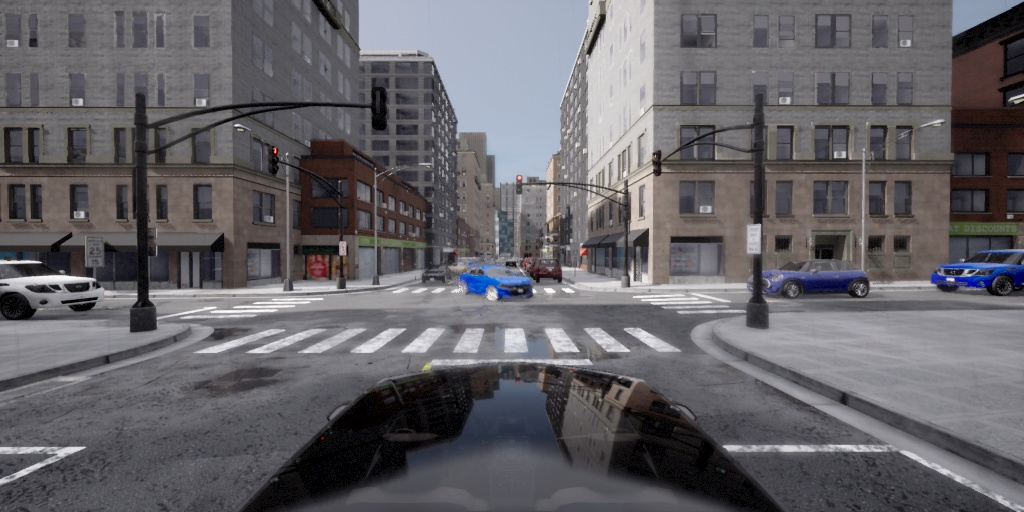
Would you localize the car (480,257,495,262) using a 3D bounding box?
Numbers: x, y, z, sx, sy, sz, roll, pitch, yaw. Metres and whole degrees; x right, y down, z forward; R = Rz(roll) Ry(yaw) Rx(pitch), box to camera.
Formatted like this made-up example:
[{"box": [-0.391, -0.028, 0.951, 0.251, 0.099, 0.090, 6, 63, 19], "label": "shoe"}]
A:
[{"box": [-3.314, 1.256, 52.166, 1.837, 1.490, 4.892, 0, 0, 0], "label": "car"}]

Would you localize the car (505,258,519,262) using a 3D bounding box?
[{"box": [-0.181, 1.226, 61.313, 1.882, 1.535, 5.008, 0, 0, 0], "label": "car"}]

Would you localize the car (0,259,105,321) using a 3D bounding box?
[{"box": [-18.453, 1.145, 12.964, 5.566, 2.045, 2.150, -1, 1, -2], "label": "car"}]

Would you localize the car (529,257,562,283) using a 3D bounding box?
[{"box": [2.740, 1.068, 28.143, 2.192, 1.841, 5.009, 0, 0, 0], "label": "car"}]

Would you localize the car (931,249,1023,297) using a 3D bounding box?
[{"box": [22.974, 0.708, 16.533, 5.566, 2.045, 2.150, -1, 1, 0], "label": "car"}]

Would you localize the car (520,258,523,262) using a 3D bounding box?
[{"box": [2.638, 1.067, 50.486, 2.192, 1.841, 5.009, 0, 0, 0], "label": "car"}]

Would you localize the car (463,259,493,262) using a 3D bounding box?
[{"box": [-3.249, 1.302, 35.133, 2.033, 1.411, 5.357, 0, 0, 0], "label": "car"}]

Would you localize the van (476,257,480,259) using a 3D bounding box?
[{"box": [-5.893, 1.093, 50.446, 1.690, 1.789, 3.998, 0, 0, 0], "label": "van"}]

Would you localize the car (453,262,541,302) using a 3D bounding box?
[{"box": [-0.929, 1.226, 17.417, 1.882, 1.535, 5.008, -1, 0, -31], "label": "car"}]

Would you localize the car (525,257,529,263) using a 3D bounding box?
[{"box": [2.714, 1.069, 33.729, 2.192, 1.841, 5.009, 0, 0, 0], "label": "car"}]

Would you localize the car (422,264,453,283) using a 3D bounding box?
[{"box": [-5.786, 1.319, 28.103, 1.948, 1.339, 4.313, 0, 0, 0], "label": "car"}]

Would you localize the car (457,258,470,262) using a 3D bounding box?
[{"box": [-5.839, 1.279, 39.104, 1.751, 1.417, 4.829, 0, 0, 0], "label": "car"}]

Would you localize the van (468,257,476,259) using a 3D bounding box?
[{"box": [-5.866, 1.094, 44.860, 1.690, 1.789, 3.998, 0, 0, 0], "label": "van"}]

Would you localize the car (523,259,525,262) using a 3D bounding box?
[{"box": [2.663, 1.279, 45.071, 1.751, 1.417, 4.829, 0, 0, 0], "label": "car"}]

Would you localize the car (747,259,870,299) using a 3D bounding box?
[{"box": [13.399, 0.938, 16.423, 4.553, 1.767, 2.097, -1, 1, -1], "label": "car"}]
